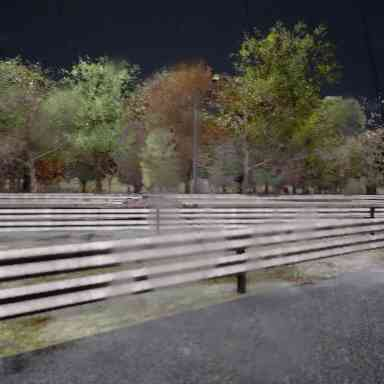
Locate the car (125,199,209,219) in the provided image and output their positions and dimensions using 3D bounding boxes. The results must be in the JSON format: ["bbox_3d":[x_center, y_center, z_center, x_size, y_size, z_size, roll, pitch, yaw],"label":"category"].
[{"bbox_3d":[-1.418,1.276,19.770,4.718,1.301,1.895,0,1,-12],"label":"car"}]

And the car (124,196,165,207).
[{"bbox_3d":[-2.174,1.114,23.182,4.674,1.442,1.812,0,1,-12],"label":"car"}]

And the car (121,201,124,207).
[{"bbox_3d":[-2.914,1.047,26.603,5.357,1.411,2.033,0,1,-12],"label":"car"}]
